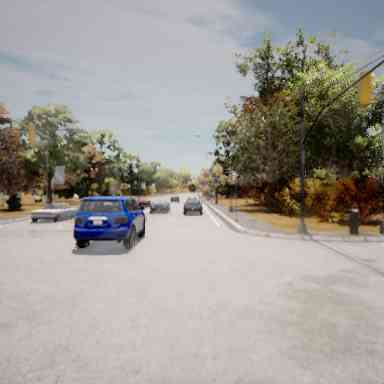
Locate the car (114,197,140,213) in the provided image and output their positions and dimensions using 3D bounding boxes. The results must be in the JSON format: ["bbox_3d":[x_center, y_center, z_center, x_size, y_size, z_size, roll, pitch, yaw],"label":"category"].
[{"bbox_3d":[-7.031,1.412,36.376,1.882,1.535,5.008,0,0,1],"label":"car"}]

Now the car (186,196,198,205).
[{"bbox_3d":[0.011,1.444,57.337,2.033,1.411,5.357,0,0,0],"label":"car"}]

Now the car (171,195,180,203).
[{"bbox_3d":[-3.499,1.383,68.104,2.128,1.511,4.902,0,0,0],"label":"car"}]

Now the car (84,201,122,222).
[{"bbox_3d":[-7.081,1.477,27.046,1.812,1.442,4.674,0,0,0],"label":"car"}]

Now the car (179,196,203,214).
[{"bbox_3d":[0.100,1.429,34.268,2.128,1.511,4.902,0,0,0],"label":"car"}]

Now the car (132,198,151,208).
[{"bbox_3d":[-6.999,1.516,46.681,1.895,1.301,4.718,0,0,0],"label":"car"}]

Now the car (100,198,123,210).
[{"bbox_3d":[-10.499,1.485,43.438,1.994,1.385,4.181,0,0,0],"label":"car"}]

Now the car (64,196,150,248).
[{"bbox_3d":[-3.400,1.195,14.681,2.150,2.045,5.566,0,0,0],"label":"car"}]

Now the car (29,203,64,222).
[{"bbox_3d":[-10.587,1.554,25.680,1.895,1.301,4.718,0,0,0],"label":"car"}]

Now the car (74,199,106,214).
[{"bbox_3d":[-10.545,1.463,34.714,1.812,1.442,4.674,0,0,0],"label":"car"}]

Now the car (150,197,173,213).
[{"bbox_3d":[-3.399,1.535,36.319,1.895,1.301,4.718,0,0,0],"label":"car"}]

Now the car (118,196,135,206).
[{"bbox_3d":[-10.499,1.429,53.467,1.812,1.442,4.674,0,0,0],"label":"car"}]
